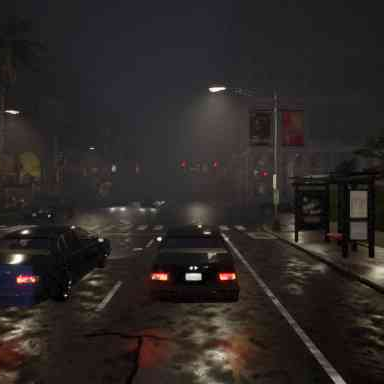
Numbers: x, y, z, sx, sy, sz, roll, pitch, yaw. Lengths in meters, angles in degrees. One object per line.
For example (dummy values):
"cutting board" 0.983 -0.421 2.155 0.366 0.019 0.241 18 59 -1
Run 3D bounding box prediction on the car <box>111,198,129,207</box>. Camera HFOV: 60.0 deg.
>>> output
"car" -10.958 1.601 50.875 1.895 1.301 4.718 0 0 0

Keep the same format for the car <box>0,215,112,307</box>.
"car" -3.475 1.547 8.215 2.033 1.411 5.357 0 0 0

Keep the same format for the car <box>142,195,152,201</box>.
"car" -11.088 1.478 82.818 1.882 1.535 5.008 0 0 0

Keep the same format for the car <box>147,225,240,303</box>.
"car" 0.025 1.547 8.400 2.033 1.411 5.357 0 0 0

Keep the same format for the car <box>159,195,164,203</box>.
"car" -7.514 1.524 70.767 1.812 1.442 4.674 0 0 0

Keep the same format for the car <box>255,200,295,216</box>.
"car" 8.618 1.505 32.330 4.892 1.490 1.837 0 1 3

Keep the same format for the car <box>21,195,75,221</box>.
"car" -10.769 1.221 25.430 2.150 2.045 5.566 0 0 0

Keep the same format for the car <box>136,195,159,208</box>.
"car" -6.429 1.505 47.234 1.837 1.490 4.892 -1 0 -16
